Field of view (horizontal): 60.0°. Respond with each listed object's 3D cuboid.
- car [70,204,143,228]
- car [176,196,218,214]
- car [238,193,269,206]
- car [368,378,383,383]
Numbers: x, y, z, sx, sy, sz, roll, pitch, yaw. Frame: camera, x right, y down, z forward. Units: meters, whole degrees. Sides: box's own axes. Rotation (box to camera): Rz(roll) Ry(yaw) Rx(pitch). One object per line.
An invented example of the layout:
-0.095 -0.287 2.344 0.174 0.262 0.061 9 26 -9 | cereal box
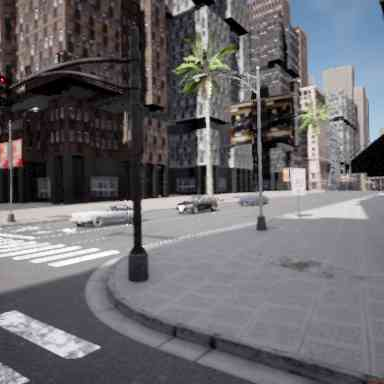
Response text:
-5.451 1.471 21.630 1.895 1.301 4.718 -2 0 35 | car
0.505 1.130 30.011 2.128 1.511 4.902 -2 0 35 | car
7.410 0.890 39.707 2.033 1.411 5.357 -2 1 36 | car
2.807 1.525 0.980 4.507 1.381 1.887 -1 -1 35 | car
